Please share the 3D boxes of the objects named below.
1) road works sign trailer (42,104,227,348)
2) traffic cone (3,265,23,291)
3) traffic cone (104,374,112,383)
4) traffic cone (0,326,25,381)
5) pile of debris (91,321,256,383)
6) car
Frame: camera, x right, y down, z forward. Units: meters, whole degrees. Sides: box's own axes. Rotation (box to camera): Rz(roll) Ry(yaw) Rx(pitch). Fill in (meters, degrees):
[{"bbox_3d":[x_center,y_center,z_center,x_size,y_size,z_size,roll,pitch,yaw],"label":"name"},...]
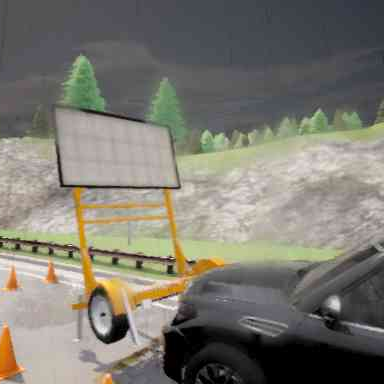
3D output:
[{"bbox_3d":[-1.165,0.385,5.762,2.380,3.560,2.880,0,-15,-45],"label":"road works sign trailer"},{"bbox_3d":[-4.454,2.116,8.286,0.340,0.580,0.340,-1,-1,36],"label":"traffic cone"},{"bbox_3d":[-0.794,2.022,3.129,0.340,0.580,0.340,-1,-1,36],"label":"traffic cone"},{"bbox_3d":[-2.408,2.041,4.310,0.340,0.580,0.340,-1,-1,36],"label":"traffic cone"},{"bbox_3d":[-0.145,2.263,4.553,1.500,0.140,1.860,0,-1,29],"label":"pile of debris"},{"bbox_3d":[2.301,1.268,2.736,5.566,2.045,2.150,1,3,36],"label":"car"}]
